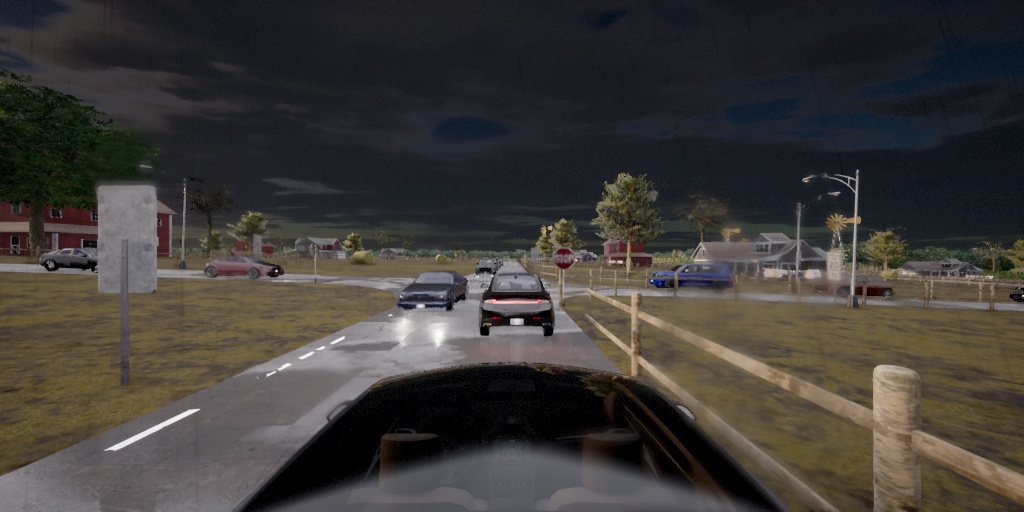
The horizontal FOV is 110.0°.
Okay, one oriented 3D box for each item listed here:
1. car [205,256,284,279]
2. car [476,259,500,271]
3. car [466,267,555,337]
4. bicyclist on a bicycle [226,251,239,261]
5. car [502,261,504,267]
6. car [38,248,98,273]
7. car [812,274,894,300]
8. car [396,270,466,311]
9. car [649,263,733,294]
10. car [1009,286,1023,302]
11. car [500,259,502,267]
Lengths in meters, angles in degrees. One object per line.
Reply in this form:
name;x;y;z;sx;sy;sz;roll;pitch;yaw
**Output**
car;-17.124;0.716;23.056;4.181;1.385;1.994;2;0;0
car;-2.785;1.133;39.674;2.097;1.767;4.553;0;0;0
car;0.112;1.246;10.370;2.128;1.511;4.902;0;0;0
bicyclist on a bicycle;-22.572;0.419;29.046;0.582;1.620;1.656;2;0;0
car;-2.732;1.357;59.864;2.033;1.411;5.357;0;0;1
car;-27.179;0.271;23.063;4.902;1.511;2.128;2;0;0
car;24.588;2.136;25.986;4.553;1.767;2.097;2;0;0
car;-2.991;1.305;14.718;2.033;1.411;5.357;0;0;2
car;12.924;1.540;25.998;5.566;2.045;2.150;2;0;0
car;39.919;2.641;25.952;5.566;2.045;2.150;3;0;0
car;-2.757;1.297;49.575;1.837;1.490;4.892;0;0;0
